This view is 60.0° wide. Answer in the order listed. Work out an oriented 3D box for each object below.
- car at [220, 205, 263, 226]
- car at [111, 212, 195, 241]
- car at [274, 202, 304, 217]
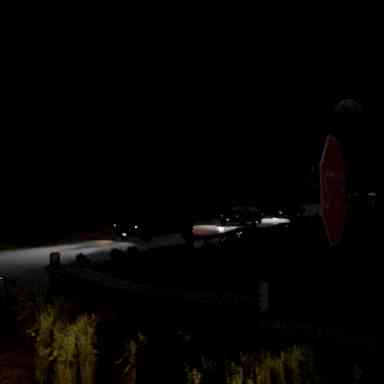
[{"bbox_3d":[3.910,1.729,25.662,1.812,1.442,4.674,-1,-1,36],"label":"car"},{"bbox_3d":[-1.926,1.721,17.548,1.895,1.301,4.718,-1,-1,36],"label":"car"},{"bbox_3d":[9.998,1.751,34.085,2.128,1.511,4.902,-1,-1,36],"label":"car"}]
